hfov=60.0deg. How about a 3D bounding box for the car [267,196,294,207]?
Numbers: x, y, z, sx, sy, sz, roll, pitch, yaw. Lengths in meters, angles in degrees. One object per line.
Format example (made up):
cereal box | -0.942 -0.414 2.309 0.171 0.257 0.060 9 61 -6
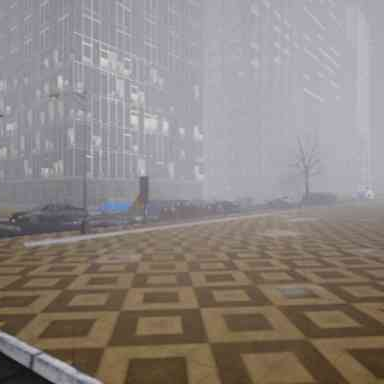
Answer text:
car | 12.479 1.248 46.477 1.812 1.442 4.674 0 0 40

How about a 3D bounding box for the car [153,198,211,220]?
car | -0.740 1.355 26.824 1.967 1.590 4.097 0 1 41

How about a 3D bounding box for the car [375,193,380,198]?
car | 39.820 0.933 74.474 2.008 1.369 4.403 0 1 41

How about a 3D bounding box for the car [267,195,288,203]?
car | 14.983 1.214 58.310 1.947 1.339 4.313 0 1 41

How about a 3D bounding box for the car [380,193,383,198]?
car | 47.212 0.838 83.123 2.008 1.369 4.403 0 1 41

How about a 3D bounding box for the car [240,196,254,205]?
car | 7.591 1.310 49.661 1.947 1.339 4.313 0 1 41

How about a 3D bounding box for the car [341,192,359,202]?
car | 28.843 1.051 61.629 1.752 1.417 4.829 0 1 41

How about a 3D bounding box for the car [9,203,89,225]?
car | -10.398 1.547 24.632 2.033 1.411 5.357 0 0 41

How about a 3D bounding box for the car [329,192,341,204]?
car | 21.341 0.939 52.848 2.192 1.841 5.009 0 1 41

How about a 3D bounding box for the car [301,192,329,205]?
car | 17.645 0.987 48.524 2.192 1.841 5.009 0 1 41

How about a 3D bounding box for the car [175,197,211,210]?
car | 0.194 1.386 41.018 1.887 1.381 4.507 0 1 41

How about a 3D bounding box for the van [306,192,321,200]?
van | 26.071 0.844 71.282 1.690 1.788 3.998 0 1 41

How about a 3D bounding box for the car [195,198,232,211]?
car | 2.617 1.429 39.847 1.895 1.301 4.718 0 0 41

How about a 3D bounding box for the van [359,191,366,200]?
van | 36.125 0.771 70.147 1.690 1.788 3.998 0 1 41

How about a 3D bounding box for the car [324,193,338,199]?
car | 33.463 0.972 79.935 1.947 1.339 4.313 0 1 41

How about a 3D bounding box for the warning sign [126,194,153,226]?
warning sign | -3.243 1.079 20.448 1.300 1.860 1.060 -1 -1 41

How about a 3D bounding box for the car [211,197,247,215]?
car | 2.913 1.432 31.186 1.947 1.339 4.313 0 1 41

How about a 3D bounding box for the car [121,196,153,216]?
car | -3.989 1.393 32.132 1.882 1.535 5.008 0 0 40

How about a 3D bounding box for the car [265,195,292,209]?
car | 10.254 1.351 39.877 1.802 1.307 4.206 0 1 41

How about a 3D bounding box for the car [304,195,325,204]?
car | 20.592 1.179 55.973 1.994 1.385 4.181 0 0 40

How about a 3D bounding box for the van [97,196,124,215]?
van | -7.283 1.281 32.440 1.690 1.788 3.998 0 1 41
